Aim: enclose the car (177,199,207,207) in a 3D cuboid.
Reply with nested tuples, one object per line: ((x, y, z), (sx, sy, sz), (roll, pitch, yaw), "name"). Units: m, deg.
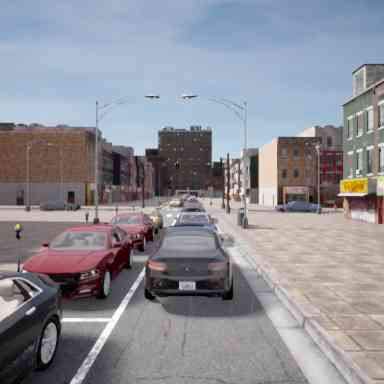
((0.160, 1.527, 26.011), (1.837, 1.490, 4.892), (0, 0, 2), "car")

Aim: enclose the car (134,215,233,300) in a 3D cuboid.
((-0.040, 1.528, 8.304), (1.812, 1.442, 4.674), (0, 0, 1), "car")

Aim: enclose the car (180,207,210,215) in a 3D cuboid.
((0.123, 1.609, 15.710), (1.895, 1.301, 4.718), (0, 0, 0), "car")

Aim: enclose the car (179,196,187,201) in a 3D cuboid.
((-2.467, 1.748, 89.534), (1.887, 1.381, 4.507), (0, 0, 0), "car")

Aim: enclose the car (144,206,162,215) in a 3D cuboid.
((-2.598, 1.538, 19.298), (1.752, 1.417, 4.829), (0, 0, 0), "car")

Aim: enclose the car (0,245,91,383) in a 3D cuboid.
((-2.628, 1.551, 2.986), (2.008, 1.369, 4.403), (0, 0, 0), "car")

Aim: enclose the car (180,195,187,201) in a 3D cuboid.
((-2.457, 1.663, 94.978), (1.967, 1.590, 4.097), (0, 0, 0), "car")

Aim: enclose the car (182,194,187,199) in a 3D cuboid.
((-2.527, 1.406, 56.869), (2.192, 1.841, 5.009), (0, 0, 0), "car")

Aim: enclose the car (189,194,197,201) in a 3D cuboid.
((0.172, 1.567, 91.886), (2.097, 1.767, 4.553), (0, 0, 0), "car")

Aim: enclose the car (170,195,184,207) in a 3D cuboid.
((-2.539, 1.601, 51.256), (1.752, 1.417, 4.829), (0, 0, 0), "car")

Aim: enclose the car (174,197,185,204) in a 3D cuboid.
((-2.508, 1.675, 67.758), (2.008, 1.369, 4.403), (0, 0, 0), "car")

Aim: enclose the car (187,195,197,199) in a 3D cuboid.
((0.231, 1.728, 68.560), (1.895, 1.301, 4.718), (0, 0, 0), "car")

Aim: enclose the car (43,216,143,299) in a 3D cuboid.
((-2.618, 1.547, 8.480), (1.887, 1.381, 4.507), (0, 0, 0), "car")

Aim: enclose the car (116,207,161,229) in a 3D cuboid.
((-2.608, 1.551, 13.975), (1.887, 1.381, 4.507), (0, 0, 0), "car")

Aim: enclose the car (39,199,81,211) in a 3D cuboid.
((-14.469, 1.501, 36.581), (4.181, 1.385, 1.994), (0, 0, 0), "car")

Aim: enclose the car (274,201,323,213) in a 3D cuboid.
((12.651, 1.753, 39.619), (5.357, 1.411, 2.033), (1, 0, 0), "car")
